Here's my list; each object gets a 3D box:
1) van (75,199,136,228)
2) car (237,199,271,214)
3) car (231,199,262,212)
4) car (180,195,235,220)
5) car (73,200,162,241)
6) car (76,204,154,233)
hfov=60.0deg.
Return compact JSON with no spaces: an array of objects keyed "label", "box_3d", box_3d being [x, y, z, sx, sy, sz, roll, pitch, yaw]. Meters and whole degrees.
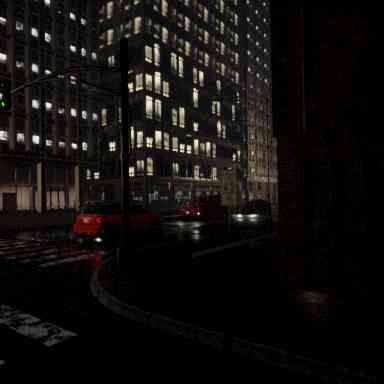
[{"label":"van","box_3d":[-5.991,1.460,23.467,1.690,1.788,3.998,-2,-1,36]},{"label":"car","box_3d":[7.250,1.584,37.486,1.882,1.535,5.008,-1,-1,36]},{"label":"car","box_3d":[6.840,1.689,41.379,1.752,1.417,4.829,-2,-1,36]},{"label":"car","box_3d":[1.245,1.307,29.123,2.150,2.045,5.566,-1,-1,36]},{"label":"car","box_3d":[-3.584,1.349,16.873,2.097,1.767,4.553,-1,-1,36]},{"label":"car","box_3d":[-4.645,1.571,20.934,1.837,1.490,4.892,-1,-1,33]}]
